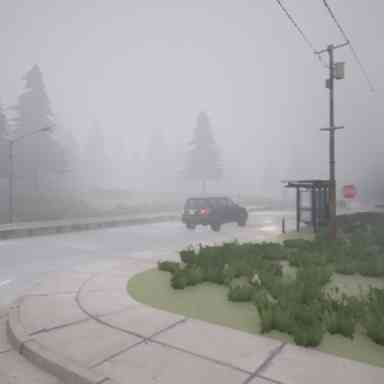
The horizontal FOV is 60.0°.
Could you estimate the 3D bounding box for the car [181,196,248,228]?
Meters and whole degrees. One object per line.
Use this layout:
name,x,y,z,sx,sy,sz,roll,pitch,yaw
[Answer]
car,1.557,1.298,21.435,2.150,2.045,5.566,0,0,36

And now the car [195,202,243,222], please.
car,2.400,1.607,28.624,1.837,1.490,4.892,0,-1,36

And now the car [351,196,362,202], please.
car,39.986,1.621,80.726,2.033,1.411,5.357,0,0,36

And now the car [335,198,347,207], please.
car,21.333,1.599,48.866,1.812,1.442,4.674,0,0,36
